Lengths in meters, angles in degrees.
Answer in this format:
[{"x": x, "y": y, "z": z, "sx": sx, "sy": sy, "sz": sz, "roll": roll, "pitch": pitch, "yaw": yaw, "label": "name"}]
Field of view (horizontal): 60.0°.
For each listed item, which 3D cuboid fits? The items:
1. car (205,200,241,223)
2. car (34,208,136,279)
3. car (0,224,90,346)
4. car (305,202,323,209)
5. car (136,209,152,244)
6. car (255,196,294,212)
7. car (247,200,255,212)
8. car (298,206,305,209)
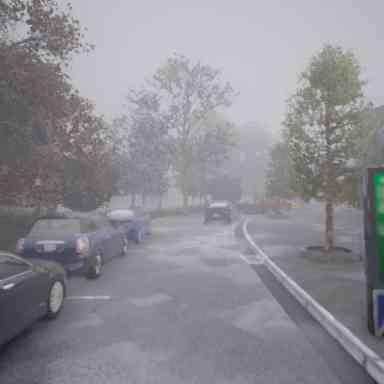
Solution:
[{"x": 2.276, "y": 1.453, "z": 25.250, "sx": 1.882, "sy": 1.535, "sz": 5.008, "roll": -1, "pitch": 0, "yaw": 15, "label": "car"}, {"x": -3.405, "y": 1.372, "z": 10.302, "sx": 2.185, "sy": 1.767, "sz": 4.553, "roll": -1, "pitch": 0, "yaw": 2, "label": "car"}, {"x": -3.405, "y": 1.497, "z": 4.592, "sx": 2.231, "sy": 1.521, "sz": 4.892, "roll": 0, "pitch": 0, "yaw": 2, "label": "car"}, {"x": 19.128, "y": 2.077, "z": 53.907, "sx": 4.892, "sy": 1.521, "sz": 2.231, "roll": 1, "pitch": -4, "yaw": -32, "label": "car"}, {"x": -3.166, "y": 1.501, "z": 16.004, "sx": 2.097, "sy": 1.535, "sz": 5.008, "roll": 0, "pitch": 0, "yaw": 2, "label": "car"}, {"x": 10.337, "y": 1.372, "z": 41.048, "sx": 2.150, "sy": 2.045, "sz": 5.566, "roll": -4, "pitch": -3, "yaw": 38, "label": "car"}, {"x": 10.367, "y": 1.891, "z": 46.748, "sx": 2.231, "sy": 1.521, "sz": 4.892, "roll": -4, "pitch": -4, "yaw": 42, "label": "car"}, {"x": 14.477, "y": 2.008, "z": 50.543, "sx": 5.008, "sy": 1.535, "sz": 2.097, "roll": 1, "pitch": -4, "yaw": -40, "label": "car"}]
